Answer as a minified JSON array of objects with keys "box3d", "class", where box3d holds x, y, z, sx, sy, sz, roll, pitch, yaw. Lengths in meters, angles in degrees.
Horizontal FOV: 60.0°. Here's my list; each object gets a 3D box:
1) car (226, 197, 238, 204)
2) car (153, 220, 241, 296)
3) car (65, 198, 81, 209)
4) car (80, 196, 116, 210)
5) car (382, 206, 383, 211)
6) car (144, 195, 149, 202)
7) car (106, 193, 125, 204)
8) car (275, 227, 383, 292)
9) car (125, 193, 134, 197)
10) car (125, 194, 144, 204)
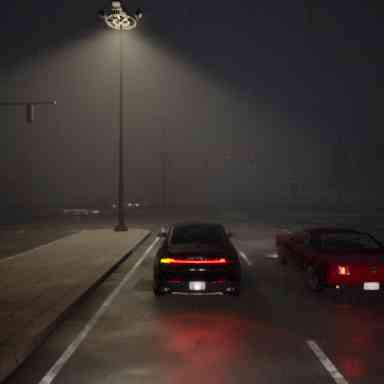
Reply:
[{"box3d":[7.502,1.538,62.534,1.994,1.385,4.181,0,0,0],"class":"car"},{"box3d":[0.127,1.501,8.640,1.837,1.490,4.892,0,0,1],"class":"car"},{"box3d":[-15.237,1.507,44.678,1.812,1.442,4.674,0,0,7],"class":"car"},{"box3d":[-11.974,1.546,42.613,1.994,1.385,4.181,0,0,12],"class":"car"},{"box3d":[21.053,1.587,31.964,4.718,1.301,1.895,0,0,1],"class":"car"},{"box3d":[-11.012,1.469,75.709,1.837,1.490,4.892,0,0,0],"class":"car"},{"box3d":[-14.648,1.199,62.055,2.150,2.045,5.566,0,0,1],"class":"car"},{"box3d":[3.631,1.597,8.884,1.895,1.301,4.718,0,0,1],"class":"car"},{"box3d":[-14.506,1.193,76.643,2.150,2.045,5.566,0,0,0],"class":"car"},{"box3d":[-11.118,1.574,64.970,1.895,1.301,4.718,0,0,1],"class":"car"}]
